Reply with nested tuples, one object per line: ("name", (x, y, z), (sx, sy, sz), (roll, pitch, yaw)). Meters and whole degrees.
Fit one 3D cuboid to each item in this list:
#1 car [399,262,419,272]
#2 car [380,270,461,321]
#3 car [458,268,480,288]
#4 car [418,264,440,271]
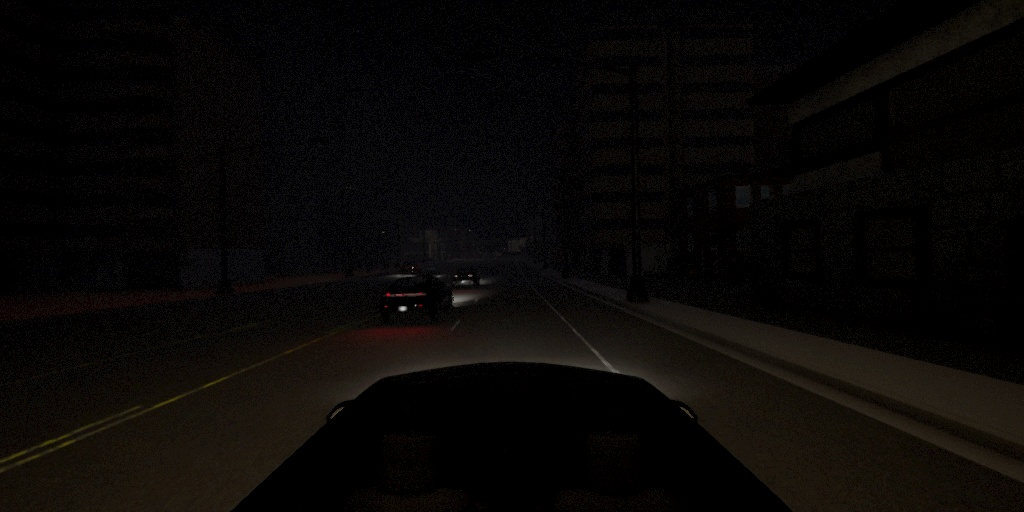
("car", (-14.569, 1.671, 51.402), (2.097, 1.767, 4.553), (-1, 1, 0))
("car", (-3.494, 1.504, 13.838), (2.128, 1.511, 4.902), (-1, -1, 0))
("car", (-3.668, 1.729, 29.219), (2.128, 1.511, 4.902), (-1, 0, 0))
("car", (-11.055, 1.814, 49.268), (1.812, 1.442, 4.674), (-1, 1, 0))
